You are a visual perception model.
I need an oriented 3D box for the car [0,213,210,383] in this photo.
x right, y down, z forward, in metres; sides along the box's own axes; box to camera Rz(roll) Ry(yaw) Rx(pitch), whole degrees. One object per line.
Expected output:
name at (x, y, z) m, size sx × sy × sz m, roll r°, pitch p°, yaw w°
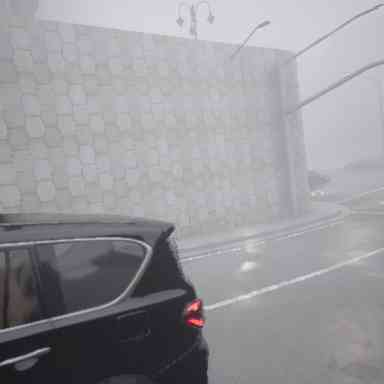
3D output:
car at (-2.440, 1.231, 2.253) m, size 5.566 × 2.045 × 2.150 m, roll 0°, pitch 0°, yaw -35°

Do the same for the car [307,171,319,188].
car at (8.045, -0.735, 29.580) m, size 2.033 × 1.411 × 5.357 m, roll -11°, pitch 7°, yaw -35°

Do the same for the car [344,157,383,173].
car at (19.603, -3.071, 37.500) m, size 2.128 × 1.511 × 4.902 m, roll -11°, pitch 6°, yaw -35°

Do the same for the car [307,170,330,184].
car at (10.715, -1.340, 31.786) m, size 1.837 × 1.490 × 4.892 m, roll -11°, pitch 6°, yaw -34°
